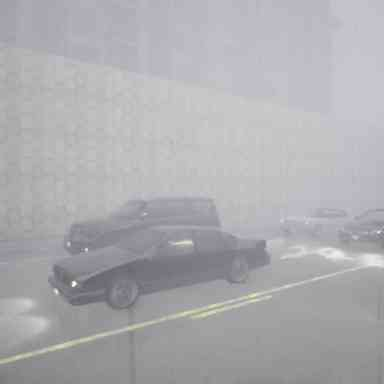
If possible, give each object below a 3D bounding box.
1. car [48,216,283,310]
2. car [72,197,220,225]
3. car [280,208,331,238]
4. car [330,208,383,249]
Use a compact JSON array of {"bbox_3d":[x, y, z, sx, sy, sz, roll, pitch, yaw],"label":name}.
[{"bbox_3d":[-0.449,1.531,7.978,5.357,1.411,2.033,0,0,-35],"label":"car"},{"bbox_3d":[-1.439,1.200,11.567,5.566,2.045,2.150,0,0,-35],"label":"car"},{"bbox_3d":[6.703,1.529,17.385,4.718,1.301,1.895,0,0,-35],"label":"car"},{"bbox_3d":[8.154,1.456,14.116,4.674,1.442,1.812,0,0,-35],"label":"car"}]
